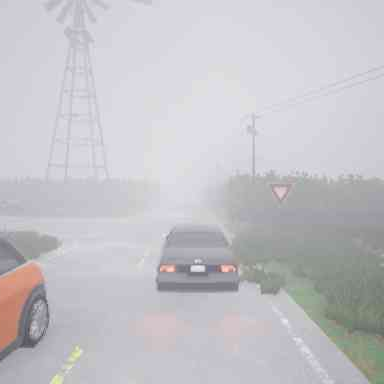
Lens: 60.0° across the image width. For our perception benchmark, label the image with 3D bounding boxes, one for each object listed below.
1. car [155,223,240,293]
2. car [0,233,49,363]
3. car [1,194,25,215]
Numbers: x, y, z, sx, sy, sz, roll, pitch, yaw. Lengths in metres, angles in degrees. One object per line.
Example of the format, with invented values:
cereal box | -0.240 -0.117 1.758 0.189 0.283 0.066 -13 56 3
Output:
car | 0.106 1.537 8.978 2.033 1.411 5.357 0 0 0
car | -3.275 1.348 3.251 2.097 1.767 4.553 0 0 0
car | -17.212 1.181 31.940 1.905 1.878 3.866 0 0 -31
